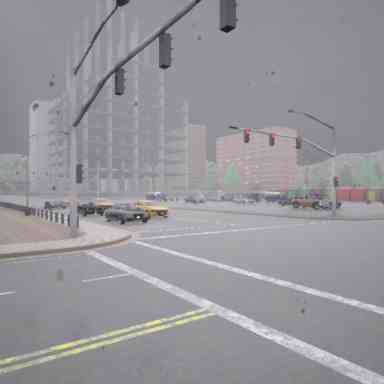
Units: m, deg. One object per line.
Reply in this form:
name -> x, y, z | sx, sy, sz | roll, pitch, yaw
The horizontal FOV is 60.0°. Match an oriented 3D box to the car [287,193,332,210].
car -> 14.251, 1.153, 40.269 | 1.932, 1.855, 4.605 | 0, 0, -35

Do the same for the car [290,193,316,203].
car -> 22.504, 1.153, 67.552 | 1.932, 1.855, 4.605 | 0, 0, -35

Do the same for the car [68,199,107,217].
car -> -9.952, 1.601, 31.755 | 1.895, 1.301, 4.718 | 0, 0, -36

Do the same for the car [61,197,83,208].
car -> -17.557, 1.477, 48.507 | 1.882, 1.535, 5.008 | 0, 0, -35

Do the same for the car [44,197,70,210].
car -> -17.472, 1.526, 42.335 | 1.812, 1.442, 4.674 | 0, 0, -36

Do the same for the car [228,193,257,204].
car -> 8.763, 1.395, 57.717 | 1.970, 1.475, 3.806 | 0, 0, -35

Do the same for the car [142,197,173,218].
car -> -3.888, 1.478, 29.280 | 1.882, 1.535, 5.008 | 0, 0, -35

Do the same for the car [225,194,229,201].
car -> 7.111, 1.364, 75.048 | 1.784, 1.438, 3.905 | 0, 0, -35

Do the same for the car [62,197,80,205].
car -> -22.544, 1.564, 61.818 | 1.994, 1.385, 4.181 | 0, 0, -35

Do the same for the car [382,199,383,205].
car -> 32.642, 1.156, 53.263 | 1.905, 1.878, 3.866 | 0, 0, -35

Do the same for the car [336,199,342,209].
car -> 16.645, 1.156, 41.896 | 1.905, 1.878, 3.866 | 0, 0, -35

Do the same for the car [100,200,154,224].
car -> -4.871, 1.564, 24.630 | 1.994, 1.385, 4.181 | 0, 0, -35

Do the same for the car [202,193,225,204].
car -> 4.748, 1.395, 73.376 | 1.970, 1.475, 3.806 | 0, 0, -35

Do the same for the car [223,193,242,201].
car -> 9.273, 1.153, 76.639 | 1.932, 1.855, 4.605 | 0, 0, -35

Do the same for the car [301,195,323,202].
car -> 24.906, 1.364, 69.173 | 1.784, 1.438, 3.905 | 0, 0, -35
